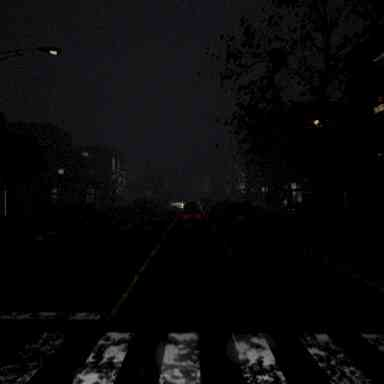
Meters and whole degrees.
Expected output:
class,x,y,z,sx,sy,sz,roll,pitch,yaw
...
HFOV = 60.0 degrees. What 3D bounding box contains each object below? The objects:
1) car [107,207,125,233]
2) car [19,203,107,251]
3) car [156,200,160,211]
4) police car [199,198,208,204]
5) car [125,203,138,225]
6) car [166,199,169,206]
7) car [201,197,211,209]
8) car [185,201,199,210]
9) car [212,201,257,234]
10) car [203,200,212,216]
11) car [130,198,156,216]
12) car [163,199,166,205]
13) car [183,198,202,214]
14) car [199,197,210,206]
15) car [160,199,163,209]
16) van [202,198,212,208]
class,x,y,z,sx,sy,sz,roll,pitch,yaw
car,-5.705,1.721,20.514,1.887,1.381,4.507,0,-1,0
car,-5.702,1.437,14.973,2.192,1.841,5.009,0,-1,0
car,-5.723,1.705,42.692,2.192,1.841,5.009,0,-1,0
police car,2.939,2.250,85.105,1.930,1.638,5.238,0,-1,0
car,-5.709,1.811,26.058,1.802,1.307,4.206,0,-1,0
car,-5.743,2.221,70.408,1.947,1.339,4.313,0,-1,0
car,2.649,1.963,53.784,1.967,1.590,4.097,0,-1,0
car,-0.036,2.056,51.378,1.994,1.385,4.181,0,-1,0
car,2.674,1.518,20.523,2.192,1.841,5.009,0,-1,0
car,2.663,1.914,37.152,2.008,1.369,4.403,0,-1,0
car,-5.720,1.651,37.148,2.192,1.841,5.009,0,-1,0
car,-5.730,2.041,53.777,1.887,1.381,4.507,0,-1,0
car,-0.029,1.869,40.928,1.882,1.535,5.008,0,-1,0
car,2.636,1.998,70.416,2.192,1.841,5.009,0,-1,0
car,-5.726,2.009,48.233,1.947,1.339,4.313,0,-1,0
van,2.645,1.918,59.329,1.690,1.788,3.998,0,-1,0
